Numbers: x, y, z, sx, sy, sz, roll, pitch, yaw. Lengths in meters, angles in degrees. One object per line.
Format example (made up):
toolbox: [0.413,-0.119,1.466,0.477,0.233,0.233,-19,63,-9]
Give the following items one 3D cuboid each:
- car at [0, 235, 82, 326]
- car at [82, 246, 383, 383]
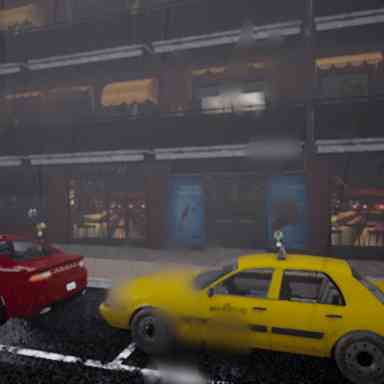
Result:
car: [-4.241,1.498,6.425,4.507,1.381,1.887,0,0,16]
car: [1.037,1.497,4.878,4.829,1.417,1.752,0,0,16]
